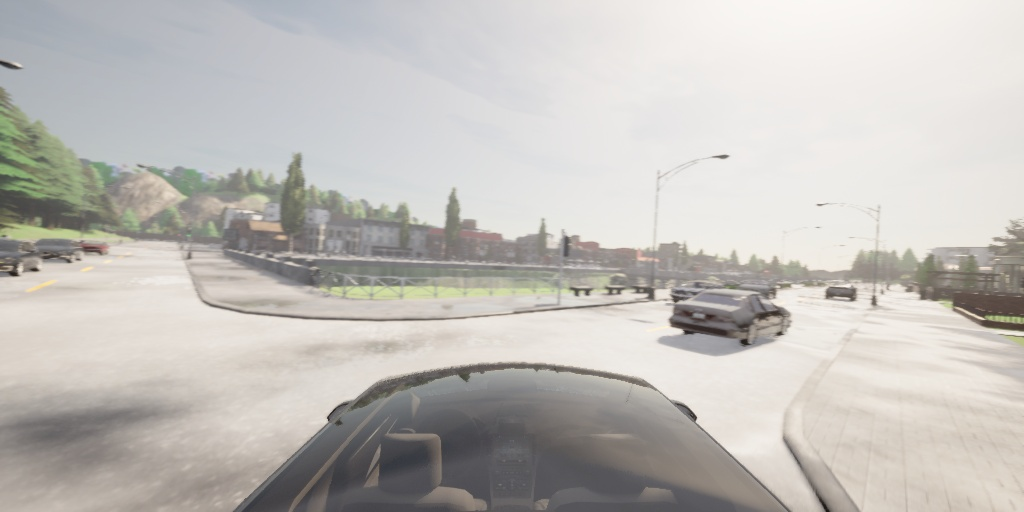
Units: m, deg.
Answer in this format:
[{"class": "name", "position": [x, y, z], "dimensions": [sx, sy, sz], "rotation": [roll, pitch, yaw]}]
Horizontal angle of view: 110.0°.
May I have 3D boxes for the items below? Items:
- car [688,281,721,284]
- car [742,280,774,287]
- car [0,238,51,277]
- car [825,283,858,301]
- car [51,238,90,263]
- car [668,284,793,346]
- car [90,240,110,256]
[{"class": "car", "position": [10.633, 2.072, 20.010], "dimensions": [4.718, 1.301, 1.895], "rotation": [4, 0, -43]}, {"class": "car", "position": [19.211, 2.586, 28.092], "dimensions": [4.181, 1.385, 1.994], "rotation": [4, 0, -43]}, {"class": "car", "position": [-21.689, 0.015, 15.099], "dimensions": [1.837, 1.490, 4.892], "rotation": [4, 0, -43]}, {"class": "car", "position": [29.523, 3.151, 32.133], "dimensions": [4.902, 1.511, 2.128], "rotation": [4, 0, -43]}, {"class": "car", "position": [-28.800, -0.376, 22.677], "dimensions": [1.837, 1.490, 4.892], "rotation": [4, 0, -43]}, {"class": "car", "position": [6.886, 1.752, 11.082], "dimensions": [5.357, 1.411, 2.033], "rotation": [4, 0, -39]}, {"class": "car", "position": [-37.452, -0.756, 31.921], "dimensions": [1.895, 1.301, 4.718], "rotation": [4, 0, -43]}]
